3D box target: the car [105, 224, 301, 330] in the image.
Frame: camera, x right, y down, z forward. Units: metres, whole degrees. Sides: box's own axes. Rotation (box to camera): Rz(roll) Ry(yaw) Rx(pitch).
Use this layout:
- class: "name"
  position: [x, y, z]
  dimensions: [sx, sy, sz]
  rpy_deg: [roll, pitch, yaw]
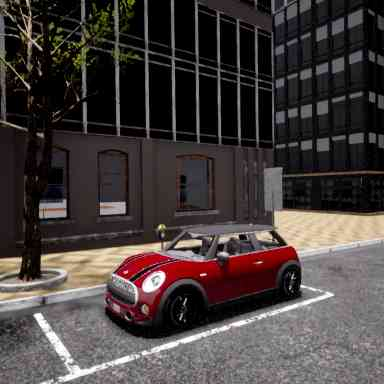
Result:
- class: "car"
  position: [0.334, 1.439, 6.813]
  dimensions: [4.097, 1.590, 1.967]
  rpy_deg: [0, -1, -35]
